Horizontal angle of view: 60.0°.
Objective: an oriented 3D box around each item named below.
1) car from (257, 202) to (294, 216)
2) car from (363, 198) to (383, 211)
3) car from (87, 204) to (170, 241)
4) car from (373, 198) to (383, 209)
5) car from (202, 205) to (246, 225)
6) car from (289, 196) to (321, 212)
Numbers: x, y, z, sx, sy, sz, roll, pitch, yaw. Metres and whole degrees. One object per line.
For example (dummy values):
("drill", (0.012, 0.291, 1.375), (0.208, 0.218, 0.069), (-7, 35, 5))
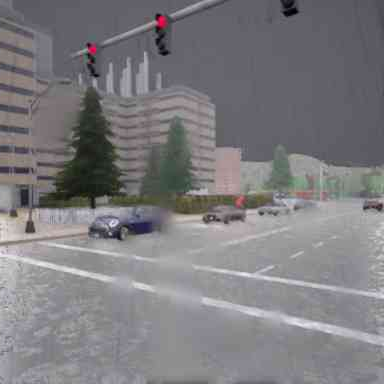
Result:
("car", (8.396, 1.745, 33.928), (1.895, 1.301, 4.718), (-1, 0, 35))
("car", (22.552, 1.611, 41.451), (1.837, 1.490, 4.892), (-1, 0, 35))
("car", (-3.230, 1.469, 17.549), (2.097, 1.767, 4.553), (-1, 0, 35))
("car", (28.403, 1.645, 49.702), (1.812, 1.442, 4.674), (-1, 0, 35))
("car", (2.521, 1.694, 25.666), (1.994, 1.385, 4.181), (-1, 0, 35))
("car", (14.445, 1.662, 42.390), (1.837, 1.490, 4.892), (-1, 0, 36))
